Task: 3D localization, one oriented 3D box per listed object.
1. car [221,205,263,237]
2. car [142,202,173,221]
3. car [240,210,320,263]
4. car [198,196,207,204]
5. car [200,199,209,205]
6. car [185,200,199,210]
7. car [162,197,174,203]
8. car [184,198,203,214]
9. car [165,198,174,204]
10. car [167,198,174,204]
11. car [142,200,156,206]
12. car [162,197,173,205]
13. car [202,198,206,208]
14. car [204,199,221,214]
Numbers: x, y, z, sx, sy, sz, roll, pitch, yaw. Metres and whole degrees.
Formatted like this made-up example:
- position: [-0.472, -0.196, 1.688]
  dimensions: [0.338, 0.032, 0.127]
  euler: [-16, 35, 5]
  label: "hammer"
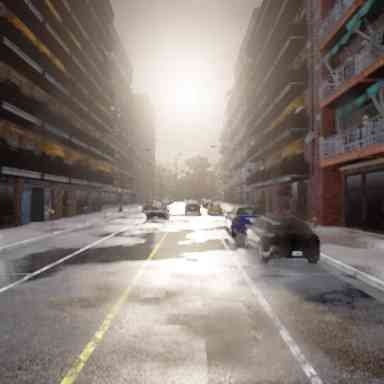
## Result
- position: [3.116, 1.532, 19.324]
  dimensions: [2.097, 1.767, 4.553]
  euler: [0, -1, 0]
  label: "car"
- position: [-3.093, 1.887, 30.791]
  dimensions: [1.895, 1.301, 4.718]
  euler: [0, -1, 0]
  label: "car"
- position: [3.148, 1.619, 12.352]
  dimensions: [1.837, 1.490, 4.892]
  euler: [0, -1, 0]
  label: "car"
- position: [2.854, 2.162, 90.312]
  dimensions: [2.192, 1.841, 5.009]
  euler: [1, -1, 0]
  label: "car"
- position: [2.850, 2.291, 79.175]
  dimensions: [2.008, 1.369, 4.403]
  euler: [1, -1, 0]
  label: "car"
- position: [0.029, 1.979, 52.400]
  dimensions: [2.128, 1.511, 4.902]
  euler: [0, -1, 1]
  label: "car"
- position: [-5.798, 2.239, 73.642]
  dimensions: [2.008, 1.369, 4.403]
  euler: [1, -1, 0]
  label: "car"
- position: [0.091, 1.859, 41.020]
  dimensions: [1.882, 1.535, 5.008]
  euler: [0, -1, 0]
  label: "car"
- position: [-5.797, 2.360, 84.778]
  dimensions: [1.947, 1.339, 4.313]
  euler: [1, -1, 0]
  label: "car"
- position: [-5.796, 2.429, 90.345]
  dimensions: [1.802, 1.307, 4.206]
  euler: [1, -1, 0]
  label: "car"
- position: [-5.690, 1.866, 45.803]
  dimensions: [1.967, 1.590, 4.097]
  euler: [1, -1, 0]
  label: "car"
- position: [-5.794, 2.056, 79.211]
  dimensions: [2.192, 1.841, 5.009]
  euler: [1, -1, 0]
  label: "car"
- position: [2.781, 2.102, 57.545]
  dimensions: [1.947, 1.339, 4.313]
  euler: [1, -1, 0]
  label: "car"
- position: [2.716, 1.900, 40.371]
  dimensions: [1.752, 1.417, 4.829]
  euler: [1, -1, 0]
  label: "car"
